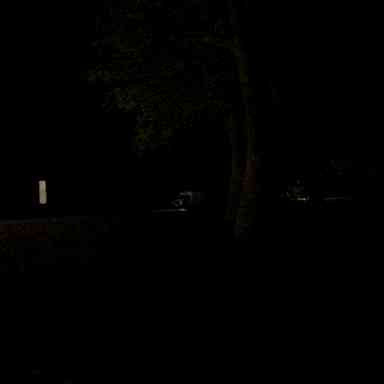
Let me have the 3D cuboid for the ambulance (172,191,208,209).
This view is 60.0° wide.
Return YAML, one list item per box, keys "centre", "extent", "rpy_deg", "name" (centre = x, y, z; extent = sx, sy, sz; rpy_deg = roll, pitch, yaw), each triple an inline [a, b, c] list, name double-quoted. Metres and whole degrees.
- centre: [-0.306, 1.153, 48.173]
  extent: [2.351, 2.431, 6.366]
  rpy_deg: [-3, -2, 35]
  name: "ambulance"
